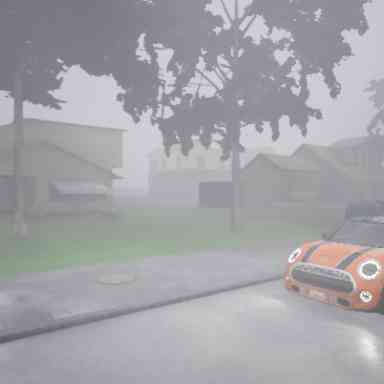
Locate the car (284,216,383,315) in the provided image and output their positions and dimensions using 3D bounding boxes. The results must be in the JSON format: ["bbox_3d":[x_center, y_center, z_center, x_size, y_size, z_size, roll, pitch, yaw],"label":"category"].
[{"bbox_3d":[4.201,1.363,7.591,4.553,1.767,2.097,0,0,-35],"label":"car"}]
